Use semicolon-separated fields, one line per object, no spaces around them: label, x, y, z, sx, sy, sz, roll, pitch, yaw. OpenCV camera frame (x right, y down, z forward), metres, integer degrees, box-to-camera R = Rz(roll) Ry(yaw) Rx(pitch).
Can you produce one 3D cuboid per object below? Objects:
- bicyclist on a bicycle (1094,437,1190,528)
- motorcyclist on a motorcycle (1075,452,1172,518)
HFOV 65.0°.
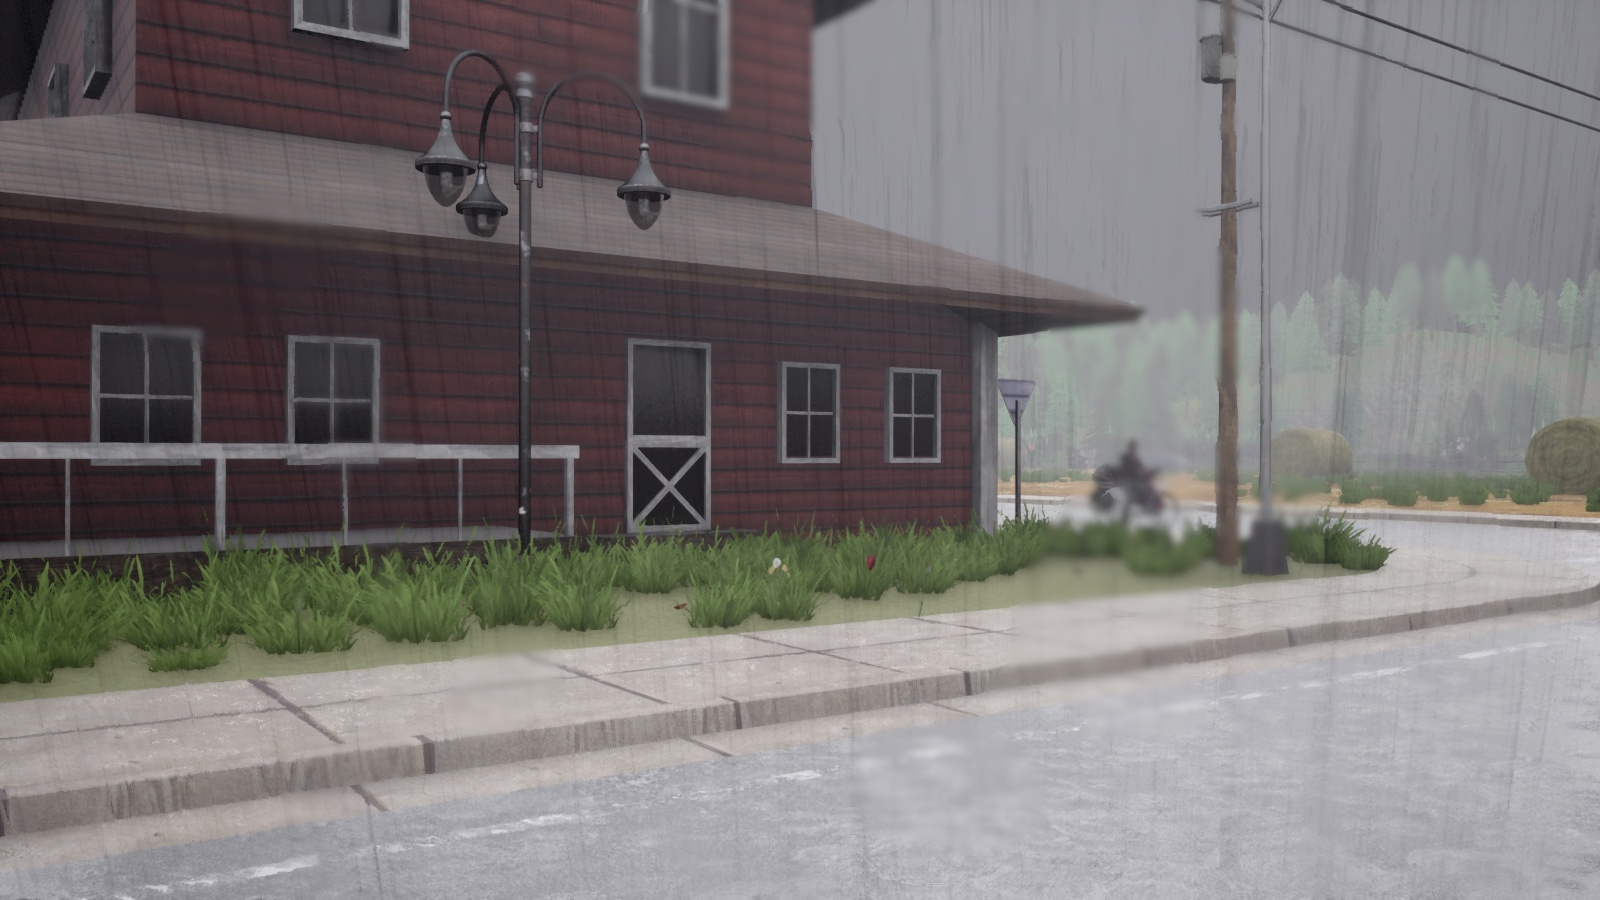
bicyclist on a bicycle;6.850;0.636;25.217;0.659;1.776;1.843;0;0;-36
motorcyclist on a motorcycle;7.716;0.810;30.011;0.866;1.530;2.191;0;0;-36
